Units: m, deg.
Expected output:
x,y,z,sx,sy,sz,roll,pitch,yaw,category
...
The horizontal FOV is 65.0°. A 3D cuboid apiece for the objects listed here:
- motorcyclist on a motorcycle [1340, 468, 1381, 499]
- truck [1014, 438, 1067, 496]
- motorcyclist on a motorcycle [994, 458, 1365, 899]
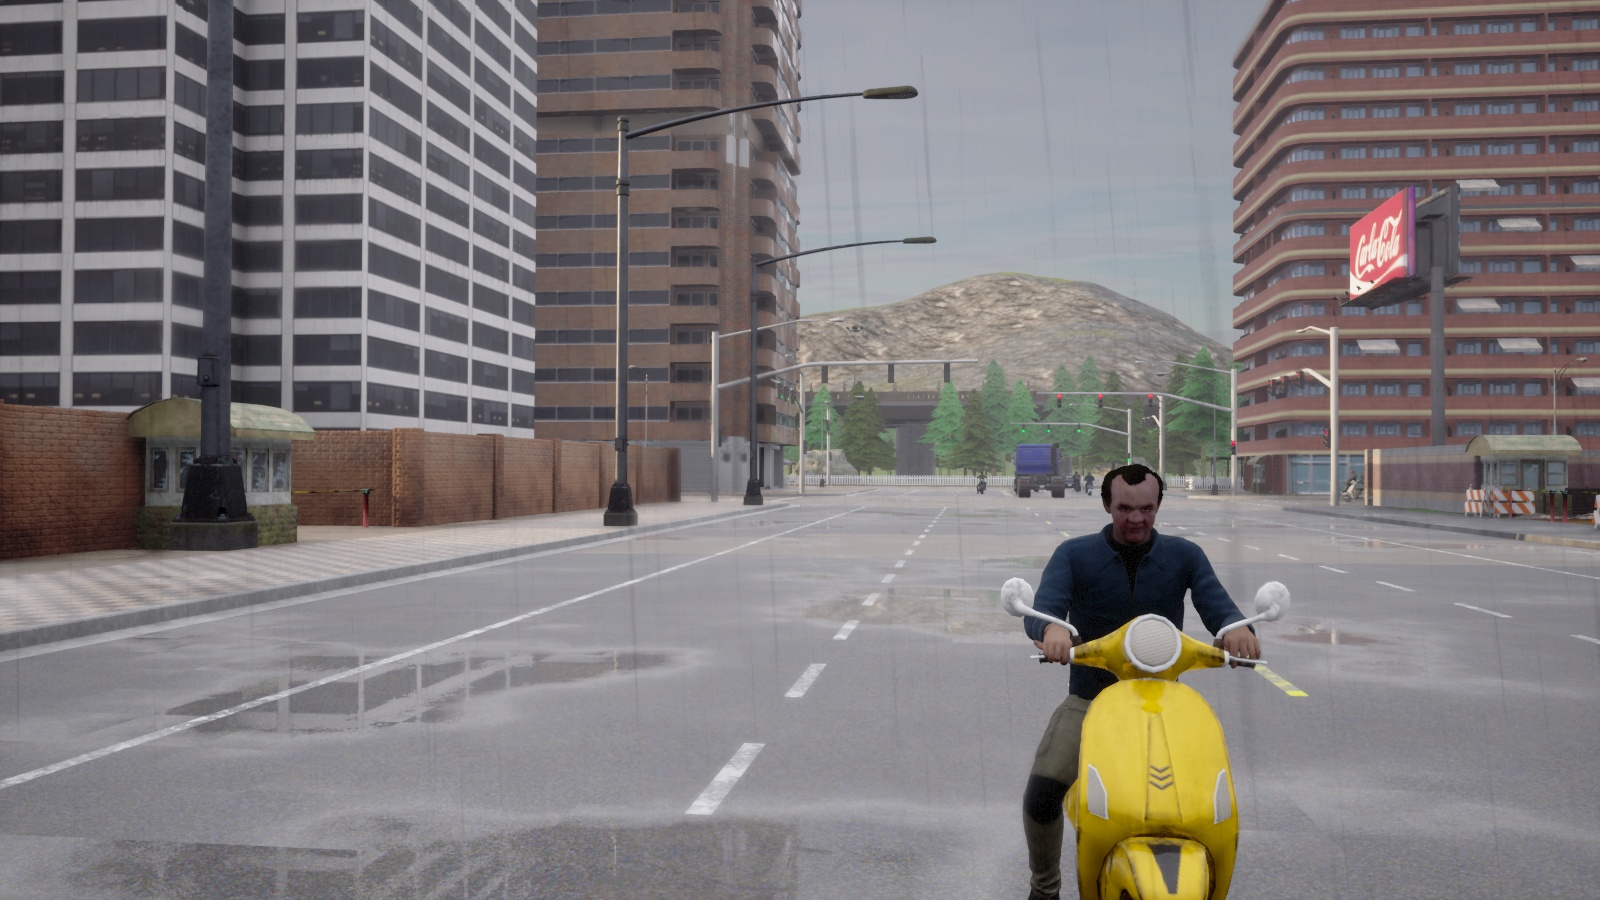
x,y,z,sx,sy,sz,roll,pitch,yaw,category
29.641,1.762,66.444,1.817,1.590,0.866,0,-1,8,motorcyclist on a motorcycle
15.080,1.100,79.256,2.891,3.462,7.936,0,-1,8,truck
1.080,0.831,4.042,0.866,1.590,1.817,0,-1,8,motorcyclist on a motorcycle
